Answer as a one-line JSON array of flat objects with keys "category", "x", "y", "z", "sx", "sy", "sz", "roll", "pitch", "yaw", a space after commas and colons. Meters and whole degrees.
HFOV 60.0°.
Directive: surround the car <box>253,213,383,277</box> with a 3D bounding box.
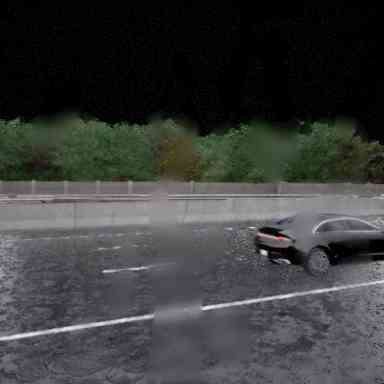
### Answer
[{"category": "car", "x": 4.127, "y": 1.368, "z": 9.666, "sx": 4.902, "sy": 1.511, "sz": 2.128, "roll": 0, "pitch": 1, "yaw": -22}]
